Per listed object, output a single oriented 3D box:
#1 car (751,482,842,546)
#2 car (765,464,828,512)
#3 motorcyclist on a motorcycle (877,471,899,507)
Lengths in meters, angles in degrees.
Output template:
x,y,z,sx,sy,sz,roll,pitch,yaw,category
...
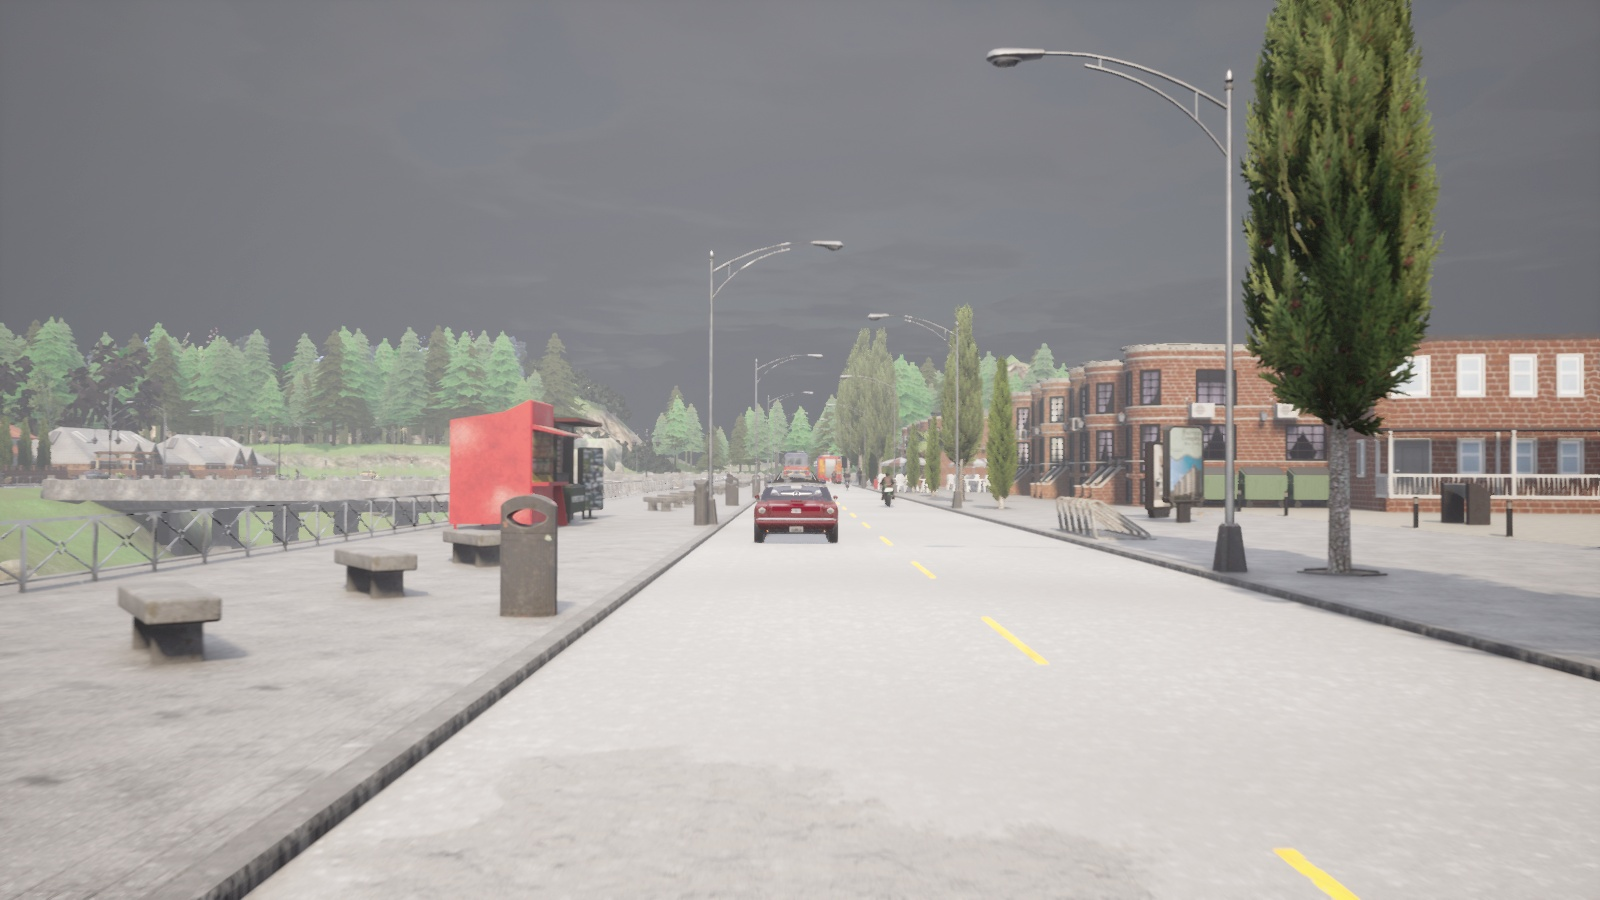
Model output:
x,y,z,sx,sy,sz,roll,pitch,yaw,category
-0.074,1.395,28.627,1.895,1.301,4.718,0,-1,0,car
-0.120,1.360,45.797,2.152,1.651,5.027,0,-1,0,car
3.856,1.707,55.268,0.797,1.523,2.044,0,-1,0,motorcyclist on a motorcycle
